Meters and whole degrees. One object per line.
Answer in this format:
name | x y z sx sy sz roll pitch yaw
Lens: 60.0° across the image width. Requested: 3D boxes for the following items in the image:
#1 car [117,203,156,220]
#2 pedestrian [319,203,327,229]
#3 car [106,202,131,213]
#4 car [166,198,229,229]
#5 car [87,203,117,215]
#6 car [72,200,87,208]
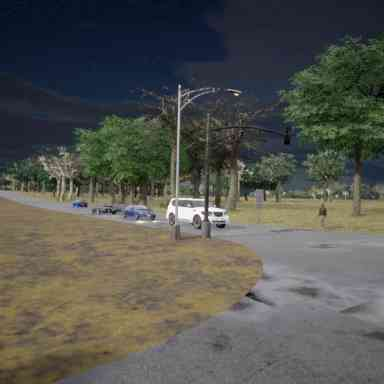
car | -5.198 1.883 31.931 1.812 1.442 4.674 3 -2 -34
pedestrian | 9.323 1.717 23.842 0.375 1.860 0.375 1 -1 -34
car | -10.288 2.184 46.188 1.994 1.385 4.181 3 -2 -34
car | 0.244 1.459 23.765 2.150 2.045 5.566 3 -2 -34
car | -10.770 2.013 40.263 1.994 1.385 4.181 3 -2 -34
car | -21.106 2.221 62.411 1.882 1.535 5.008 3 -2 -34
